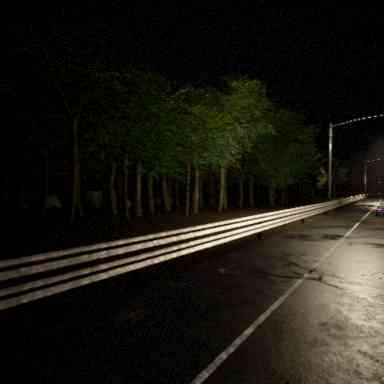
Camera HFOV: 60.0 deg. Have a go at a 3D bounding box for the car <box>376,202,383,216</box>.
[{"bbox_3d":[20.674,1.826,35.368,2.033,1.411,5.357,2,1,31],"label":"car"}]
